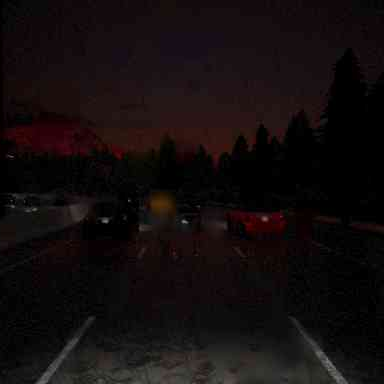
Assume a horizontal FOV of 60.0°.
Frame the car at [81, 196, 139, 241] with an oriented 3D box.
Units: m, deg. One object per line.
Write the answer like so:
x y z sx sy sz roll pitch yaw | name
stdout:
-3.783 1.239 16.087 2.097 1.767 4.553 0 0 -4 | car

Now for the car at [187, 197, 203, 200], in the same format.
0.115 1.240 35.854 2.128 1.511 4.902 0 0 -13 | car

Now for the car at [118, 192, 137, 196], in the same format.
-6.870 0.975 35.140 2.150 2.045 5.566 0 0 -14 | car

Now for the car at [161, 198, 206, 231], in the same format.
-0.576 1.353 19.623 2.128 1.511 4.902 0 0 -5 | car

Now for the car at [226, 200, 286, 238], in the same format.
3.129 1.232 17.117 2.097 1.767 4.553 0 0 -4 | car

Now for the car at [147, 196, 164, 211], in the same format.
-3.903 1.215 37.387 1.882 1.535 5.008 0 0 -15 | car
